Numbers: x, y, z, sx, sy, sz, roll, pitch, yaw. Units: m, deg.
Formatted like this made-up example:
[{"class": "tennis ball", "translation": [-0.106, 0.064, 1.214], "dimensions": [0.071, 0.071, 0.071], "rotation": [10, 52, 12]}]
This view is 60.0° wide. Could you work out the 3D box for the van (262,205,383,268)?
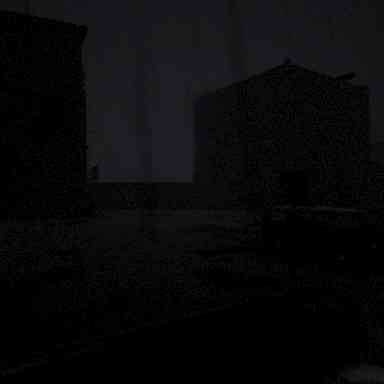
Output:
[{"class": "van", "translation": [4.613, 1.516, 12.436], "dimensions": [1.878, 1.987, 4.442], "rotation": [3, -2, -35]}]
